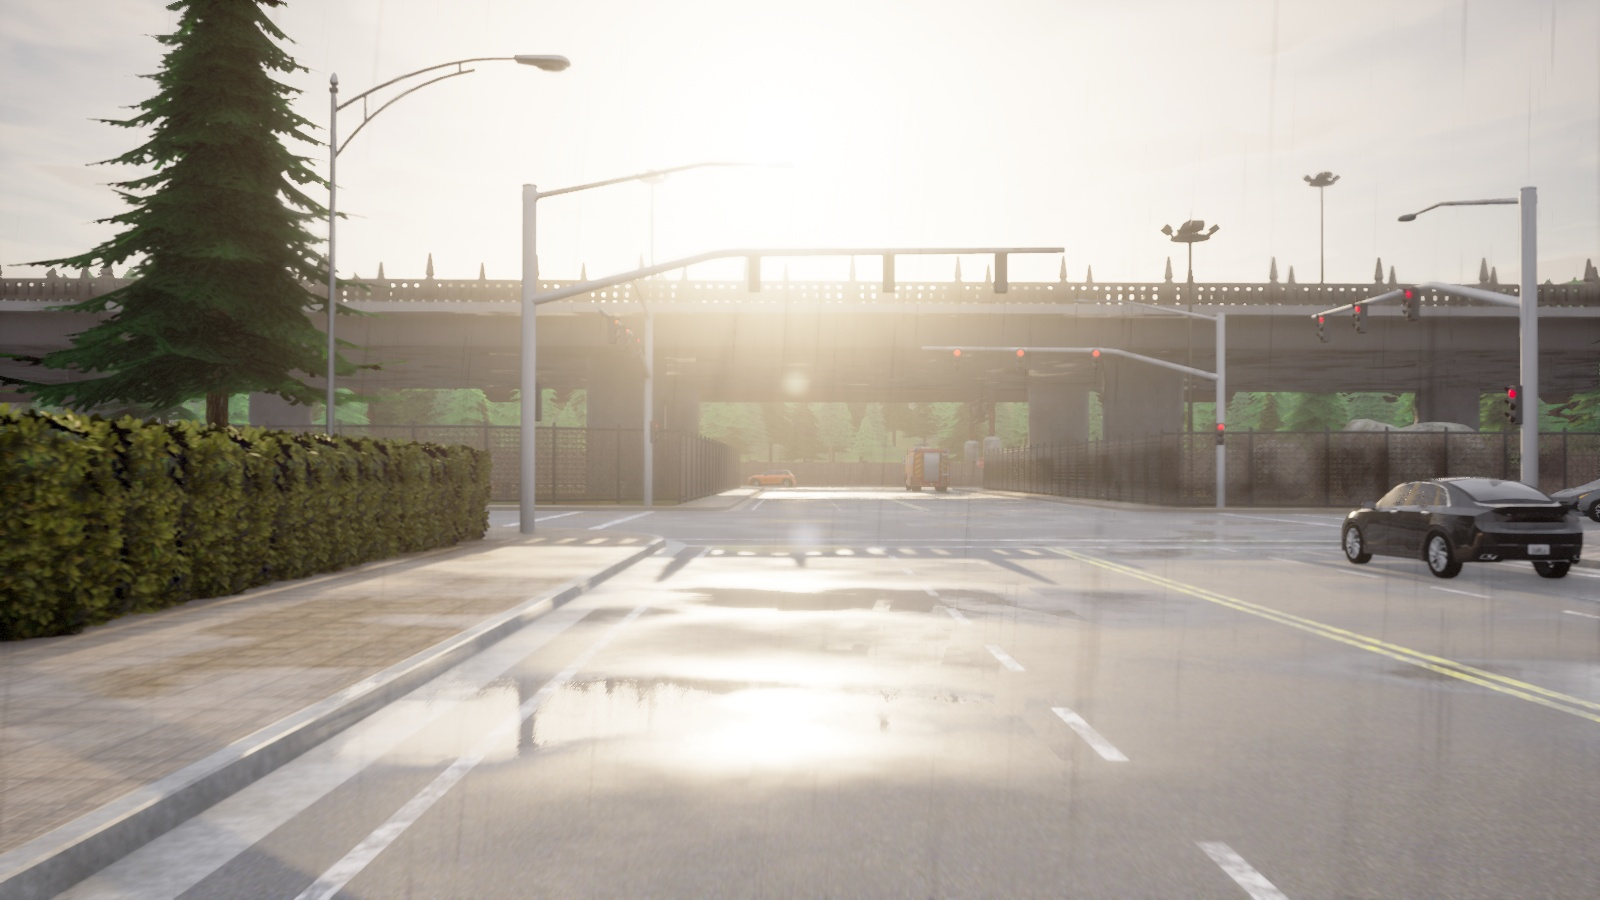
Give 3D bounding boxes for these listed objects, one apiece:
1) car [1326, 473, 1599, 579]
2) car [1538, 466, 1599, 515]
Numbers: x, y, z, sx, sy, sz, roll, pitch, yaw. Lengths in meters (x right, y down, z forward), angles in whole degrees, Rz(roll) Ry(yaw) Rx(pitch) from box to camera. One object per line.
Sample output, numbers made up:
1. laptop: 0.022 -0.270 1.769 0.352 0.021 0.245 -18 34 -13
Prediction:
1. car: 10.451 1.117 20.269 1.837 1.490 4.892 0 -1 0
2. car: 26.436 1.272 40.123 4.514 1.525 2.007 0 -1 0
